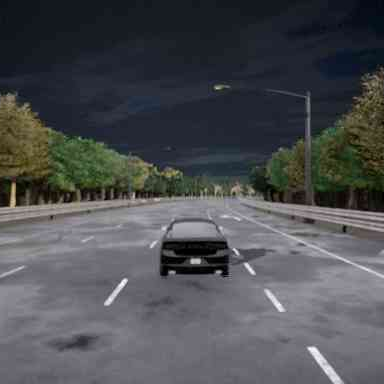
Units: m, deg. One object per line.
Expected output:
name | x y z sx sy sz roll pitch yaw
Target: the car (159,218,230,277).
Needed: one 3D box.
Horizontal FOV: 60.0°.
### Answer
car | 0.031 1.554 10.636 1.882 1.535 5.008 0 0 -1
